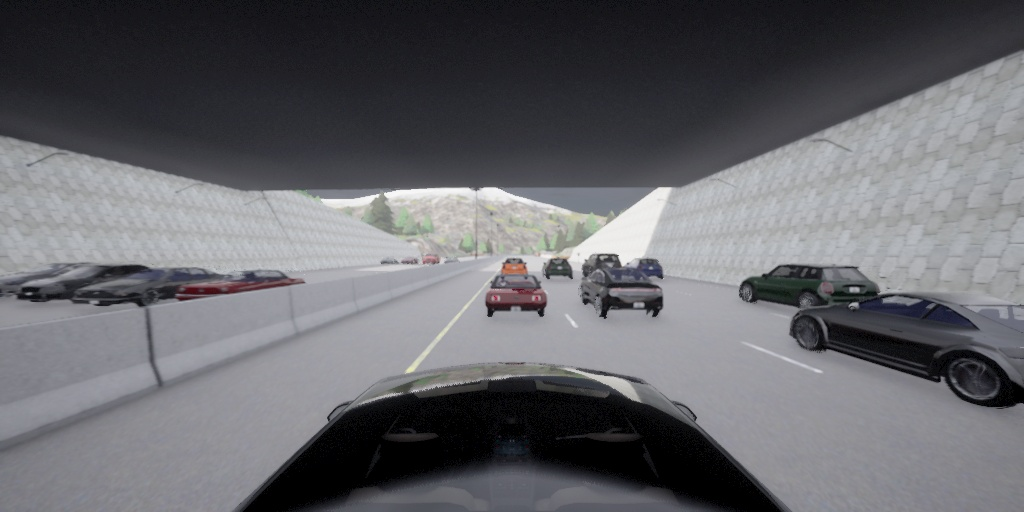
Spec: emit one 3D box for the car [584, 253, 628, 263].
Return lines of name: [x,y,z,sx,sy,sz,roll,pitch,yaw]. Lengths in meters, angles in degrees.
car: [7.188,0.795,28.945,2.150,2.045,5.566,0,0,0]

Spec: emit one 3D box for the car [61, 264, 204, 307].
car: [-14.065,1.158,14.734,2.033,1.411,5.357,0,0,0]

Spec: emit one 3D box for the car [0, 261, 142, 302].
car: [-21.056,1.064,16.898,2.128,1.511,4.902,0,0,0]

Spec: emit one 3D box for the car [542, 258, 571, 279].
car: [3.689,0.909,29.668,2.097,1.767,4.553,0,0,0]

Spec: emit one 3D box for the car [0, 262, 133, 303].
car: [-17.561,1.099,15.467,1.837,1.490,4.892,0,0,0]

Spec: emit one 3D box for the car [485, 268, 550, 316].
car: [0.128,1.270,12.872,1.895,1.301,4.718,0,0,0]

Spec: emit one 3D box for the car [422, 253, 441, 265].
car: [-13.803,0.485,61.668,2.150,2.045,5.566,0,0,1]

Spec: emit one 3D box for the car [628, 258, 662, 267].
car: [10.689,0.931,29.662,2.097,1.767,4.553,0,0,0]

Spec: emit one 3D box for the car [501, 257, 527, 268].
car: [0.189,0.898,29.675,2.097,1.767,4.553,0,0,0]

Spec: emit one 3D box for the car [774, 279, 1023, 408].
car: [7.100,1.304,6.183,1.994,1.385,4.181,0,0,0]

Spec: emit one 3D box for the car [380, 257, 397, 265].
car: [-20.814,0.814,60.859,1.994,1.385,4.181,0,0,1]

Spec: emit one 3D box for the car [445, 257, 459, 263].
car: [-10.305,0.842,61.911,1.994,1.385,4.181,0,0,1]

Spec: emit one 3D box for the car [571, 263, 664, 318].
car: [3.627,1.173,12.638,2.128,1.511,4.902,0,0,0]

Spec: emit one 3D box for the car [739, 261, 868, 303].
car: [10.628,1.051,13.244,2.097,1.767,4.553,0,0,0]

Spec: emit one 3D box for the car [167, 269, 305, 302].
car: [-10.566,1.225,14.407,1.895,1.301,4.718,0,0,0]

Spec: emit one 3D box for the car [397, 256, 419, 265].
car: [-17.315,0.740,60.816,1.882,1.535,5.008,0,0,1]
